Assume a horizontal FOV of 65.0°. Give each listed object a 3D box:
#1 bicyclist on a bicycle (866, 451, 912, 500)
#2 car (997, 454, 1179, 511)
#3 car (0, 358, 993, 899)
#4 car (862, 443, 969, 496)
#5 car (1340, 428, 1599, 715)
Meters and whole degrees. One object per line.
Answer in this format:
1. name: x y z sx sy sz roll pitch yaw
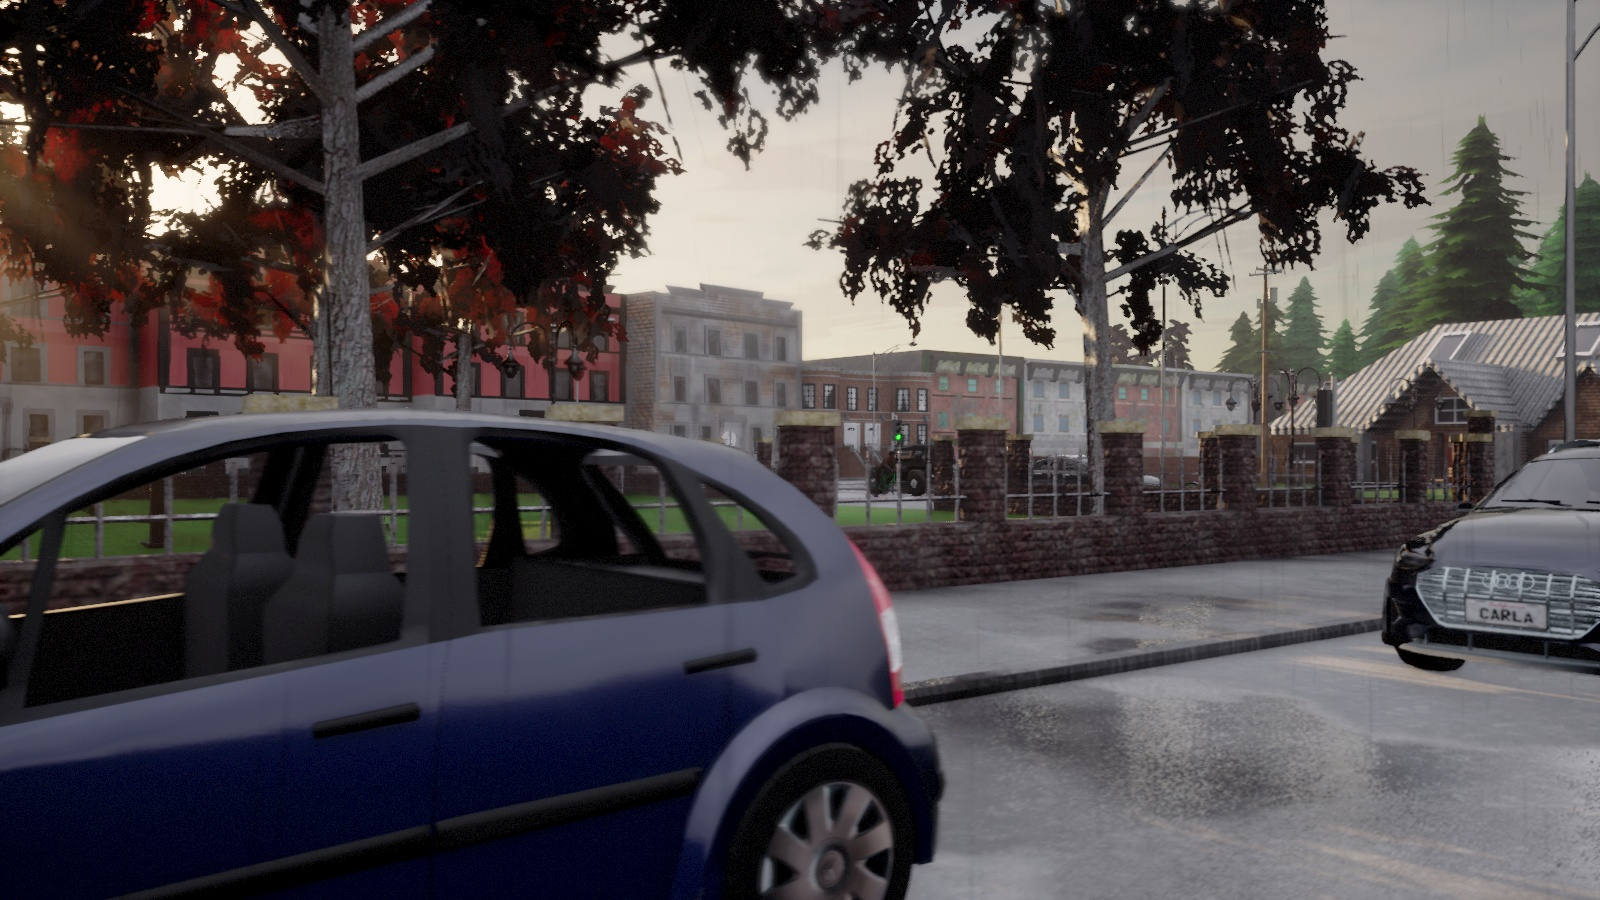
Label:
1. bicyclist on a bicycle: 2.976 0.844 42.059 0.582 1.620 1.656 0 0 -39
2. car: 8.045 0.868 35.490 1.837 1.490 4.892 0 0 -39
3. car: -1.544 0.655 3.207 3.988 1.617 1.851 0 0 -40
4. car: 4.268 0.703 46.903 1.905 1.878 3.866 0 0 -36
5. car: 6.117 0.702 9.181 4.856 1.649 2.033 0 0 -40
